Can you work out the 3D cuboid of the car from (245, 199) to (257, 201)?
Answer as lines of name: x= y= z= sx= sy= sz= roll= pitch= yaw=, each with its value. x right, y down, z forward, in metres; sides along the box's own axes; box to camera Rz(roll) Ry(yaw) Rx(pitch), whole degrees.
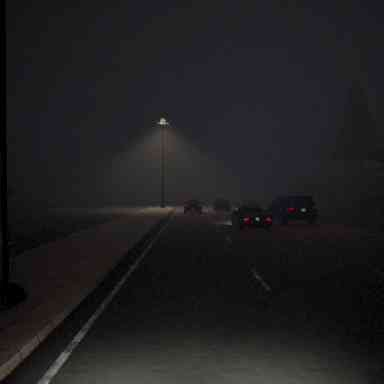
car: x=7.097 y=1.563 z=40.035 sx=1.994 sy=1.385 sz=4.181 roll=0 pitch=0 yaw=1

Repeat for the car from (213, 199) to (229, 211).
car: x=3.601 y=1.526 z=40.472 sx=1.812 sy=1.442 sz=4.674 roll=0 pitch=0 yaw=0

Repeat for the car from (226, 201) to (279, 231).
car: x=3.600 y=1.548 z=20.776 sx=2.033 sy=1.411 sz=5.357 roll=0 pitch=0 yaw=0

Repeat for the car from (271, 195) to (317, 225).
car: x=7.100 y=1.222 z=23.863 sx=2.150 sy=2.045 sz=5.566 roll=0 pitch=0 yaw=0

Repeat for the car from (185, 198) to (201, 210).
car: x=0.098 y=1.564 z=44.456 sx=1.994 sy=1.385 sz=4.181 roll=0 pitch=0 yaw=0

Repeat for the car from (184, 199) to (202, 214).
car: x=0.094 y=1.526 z=35.700 sx=1.812 sy=1.442 sz=4.674 roll=0 pitch=0 yaw=0
